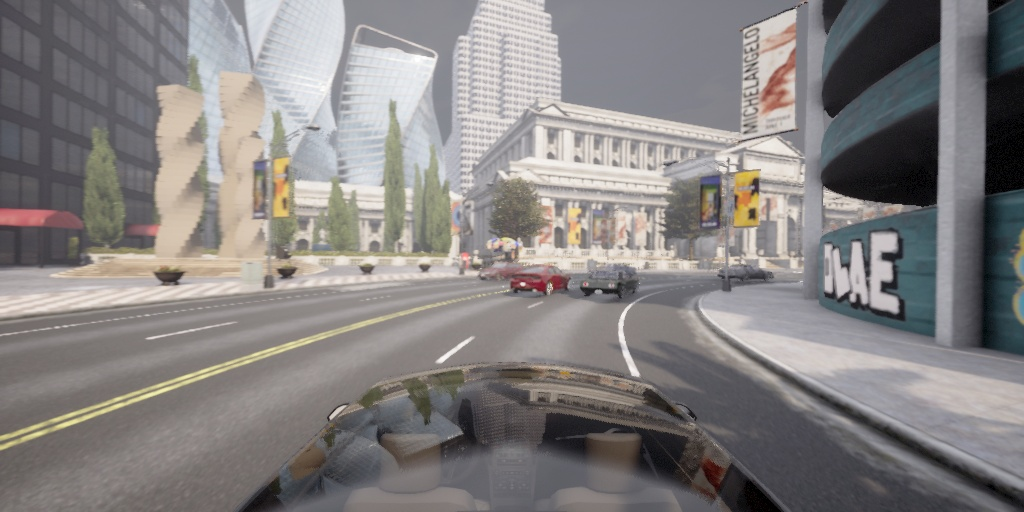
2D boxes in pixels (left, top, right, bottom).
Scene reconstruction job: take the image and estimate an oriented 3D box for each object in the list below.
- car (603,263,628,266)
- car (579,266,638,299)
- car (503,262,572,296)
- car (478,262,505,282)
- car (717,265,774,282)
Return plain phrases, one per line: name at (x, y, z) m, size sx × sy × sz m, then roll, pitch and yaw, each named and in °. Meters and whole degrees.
car at (9.431, 1.345, 33.489) m, size 5.357 × 1.411 × 2.033 m, roll 1°, pitch 0°, yaw -36°
car at (5.128, 1.378, 18.415) m, size 1.895 × 1.301 × 4.718 m, roll 1°, pitch 0°, yaw 31°
car at (1.701, 1.205, 19.305) m, size 1.882 × 1.535 × 5.008 m, roll 0°, pitch 0°, yaw 29°
car at (-0.658, 1.197, 28.432) m, size 1.812 × 1.442 × 4.674 m, roll 1°, pitch 0°, yaw 40°
car at (20.790, 1.505, 31.913) m, size 5.357 × 1.411 × 2.033 m, roll 1°, pitch 0°, yaw -23°
